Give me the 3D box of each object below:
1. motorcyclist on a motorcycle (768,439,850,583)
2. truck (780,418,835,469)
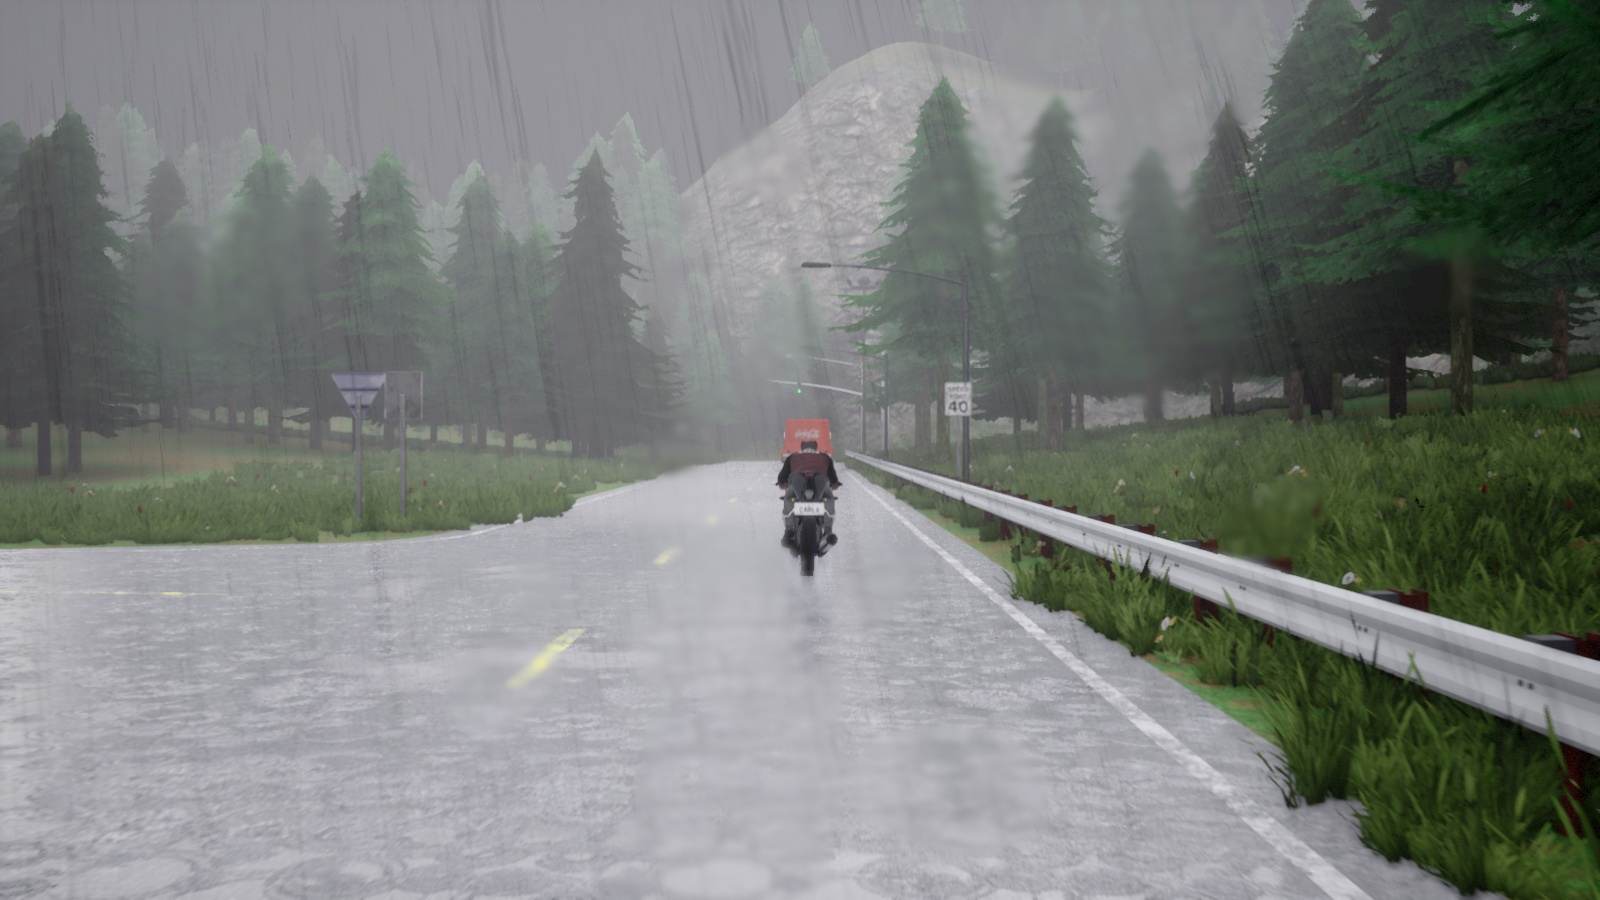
[{"bbox_3d":[0.100,0.638,14.496,0.866,1.530,2.191,0,1,0],"label":"motorcyclist on a motorcycle"},{"bbox_3d":[0.373,-0.330,63.308,2.627,2.467,5.204,0,0,0],"label":"truck"}]
